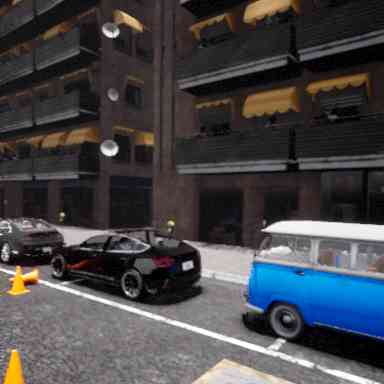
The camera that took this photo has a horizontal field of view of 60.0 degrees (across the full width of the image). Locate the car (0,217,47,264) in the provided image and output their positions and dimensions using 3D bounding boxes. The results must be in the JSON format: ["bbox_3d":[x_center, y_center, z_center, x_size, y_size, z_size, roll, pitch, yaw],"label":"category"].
[{"bbox_3d":[-6.288,1.554,11.714,4.403,1.369,2.008,0,0,37],"label":"car"}]

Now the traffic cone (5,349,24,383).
[{"bbox_3d":[-1.869,1.959,3.500,0.340,0.580,0.340,0,0,37],"label":"traffic cone"}]

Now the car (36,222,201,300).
[{"bbox_3d":[-1.764,1.596,8.362,4.313,1.339,1.947,0,0,37],"label":"car"}]

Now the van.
[{"bbox_3d":[2.763,1.399,5.012,3.998,1.788,1.690,0,0,37],"label":"van"}]

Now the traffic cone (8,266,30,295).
[{"bbox_3d":[-3.894,1.960,7.488,0.340,0.580,0.340,0,0,36],"label":"traffic cone"}]
